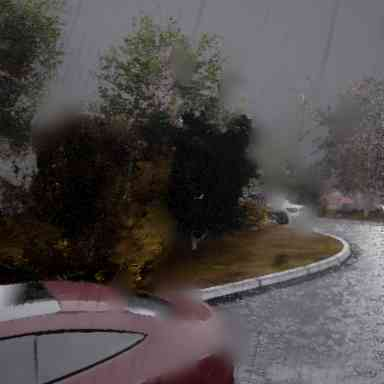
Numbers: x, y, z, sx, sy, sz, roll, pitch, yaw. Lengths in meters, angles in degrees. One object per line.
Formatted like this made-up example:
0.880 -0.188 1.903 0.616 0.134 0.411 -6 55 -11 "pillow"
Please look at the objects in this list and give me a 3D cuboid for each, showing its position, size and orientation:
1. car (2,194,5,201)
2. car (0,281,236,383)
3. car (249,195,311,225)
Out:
-22.215 1.236 37.755 2.435 2.045 5.566 0 0 -36 "car"
-1.735 1.526 2.414 4.674 1.442 1.812 0 0 -36 "car"
5.840 1.238 24.317 2.150 2.045 5.566 1 -1 -36 "car"
